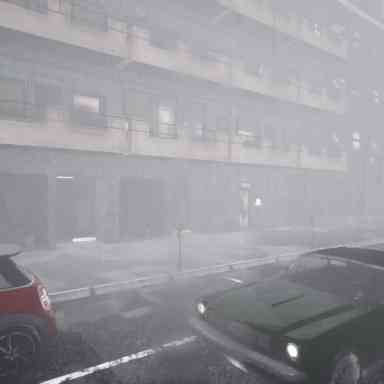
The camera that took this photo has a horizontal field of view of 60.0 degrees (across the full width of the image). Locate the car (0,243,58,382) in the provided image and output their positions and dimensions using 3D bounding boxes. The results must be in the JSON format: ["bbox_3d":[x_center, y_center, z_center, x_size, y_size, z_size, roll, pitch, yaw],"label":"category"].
[{"bbox_3d":[-3.850,1.440,3.805,4.097,1.590,1.967,0,0,-35],"label":"car"}]

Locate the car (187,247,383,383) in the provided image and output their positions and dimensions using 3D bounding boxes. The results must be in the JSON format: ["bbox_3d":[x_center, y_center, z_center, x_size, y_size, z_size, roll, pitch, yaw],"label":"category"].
[{"bbox_3d":[2.281,1.602,5.005,4.718,1.301,1.895,0,0,-36],"label":"car"}]
